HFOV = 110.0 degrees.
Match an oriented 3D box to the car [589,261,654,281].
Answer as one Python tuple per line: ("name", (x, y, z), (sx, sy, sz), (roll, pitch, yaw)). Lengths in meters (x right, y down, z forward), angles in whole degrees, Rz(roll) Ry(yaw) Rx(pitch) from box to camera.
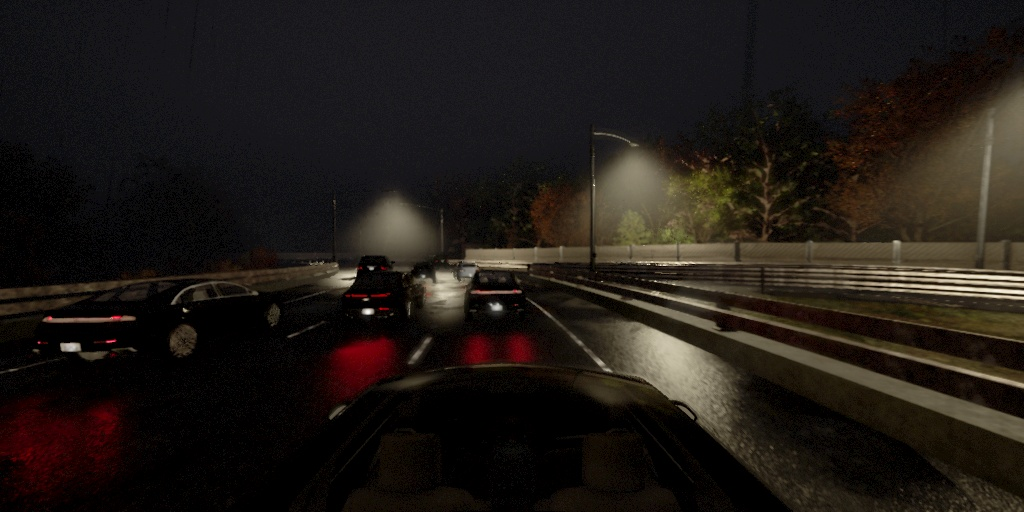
("car", (8.216, 1.126, 27.312), (4.902, 1.511, 2.128), (-1, 0, 41))

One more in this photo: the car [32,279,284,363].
("car", (-7.309, 1.259, 8.240), (2.128, 1.511, 4.902), (0, 0, -3))

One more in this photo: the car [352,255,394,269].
("car", (-10.272, 0.960, 27.153), (2.150, 2.045, 5.566), (0, 0, -14))

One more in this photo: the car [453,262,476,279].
("car", (-3.745, 1.232, 29.622), (1.812, 1.442, 4.674), (0, 0, -15))

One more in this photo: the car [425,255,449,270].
("car", (-10.535, 0.847, 49.449), (2.150, 2.045, 5.566), (-1, 0, -31))

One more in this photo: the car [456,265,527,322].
("car", (-0.638, 1.221, 12.342), (2.128, 1.511, 4.902), (0, 0, -5))

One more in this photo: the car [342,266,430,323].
("car", (-4.133, 1.250, 12.152), (1.837, 1.490, 4.892), (0, 0, -5))

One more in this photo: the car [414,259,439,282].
("car", (-7.041, 1.227, 28.432), (1.837, 1.490, 4.892), (0, 0, -15))
